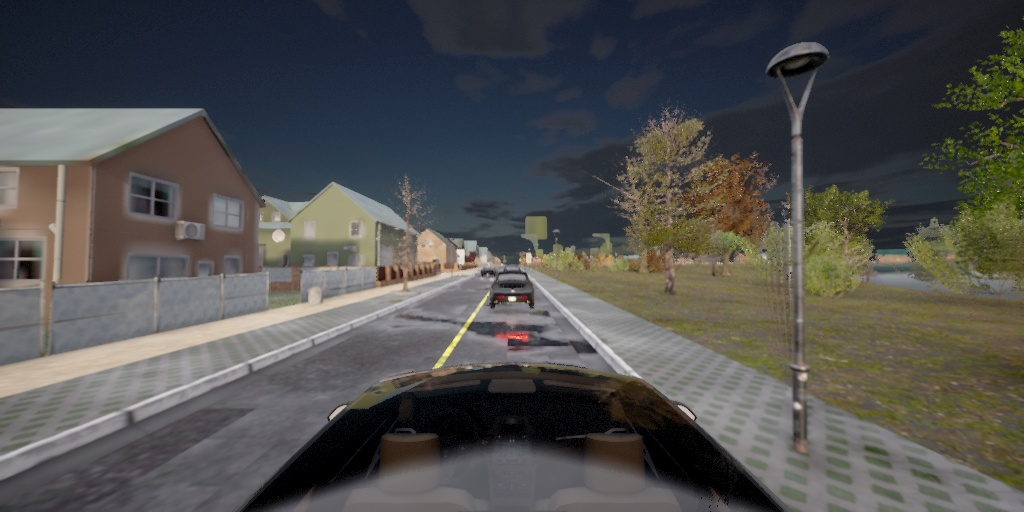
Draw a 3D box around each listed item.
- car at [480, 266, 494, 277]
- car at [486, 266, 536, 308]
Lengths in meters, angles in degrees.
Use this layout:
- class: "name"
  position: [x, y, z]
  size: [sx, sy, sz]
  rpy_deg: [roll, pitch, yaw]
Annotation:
- class: "car"
  position: [-2.722, 1.814, 42.527]
  size: [1.895, 1.301, 4.718]
  rpy_deg: [0, -1, 0]
- class: "car"
  position: [0.014, 1.410, 16.183]
  size: [1.837, 1.490, 4.892]
  rpy_deg: [0, 0, 0]
